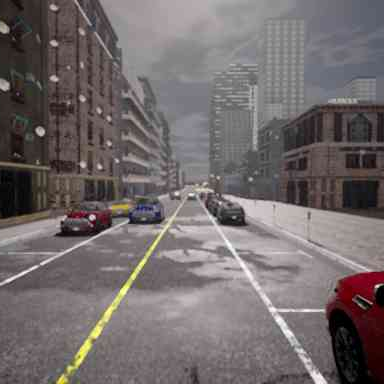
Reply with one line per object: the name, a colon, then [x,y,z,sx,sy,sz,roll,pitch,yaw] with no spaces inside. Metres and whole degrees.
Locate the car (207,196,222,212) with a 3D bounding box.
car: [2.631,1.309,28.854,1.947,1.339,4.313,-1,1,0]

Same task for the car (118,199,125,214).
car: [-5.716,1.270,28.630,1.752,1.417,4.829,-1,1,0]

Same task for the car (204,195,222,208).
car: [2.629,1.258,34.433,1.947,1.339,4.313,-1,1,0]

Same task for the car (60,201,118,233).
car: [-5.714,1.277,18.376,1.967,1.590,4.097,-1,1,0]

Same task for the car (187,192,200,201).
car: [-0.027,0.961,64.857,2.033,1.411,5.357,0,1,0]

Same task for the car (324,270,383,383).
car: [2.670,1.295,2.150,2.192,1.841,5.009,-1,1,0]

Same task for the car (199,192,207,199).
car: [2.634,0.802,79.239,1.752,1.417,4.829,-1,1,0]

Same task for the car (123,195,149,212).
car: [-5.720,1.133,34.379,1.967,1.590,4.097,-1,1,0]

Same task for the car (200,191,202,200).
car: [2.611,0.699,67.908,2.192,1.841,5.009,-1,1,0]

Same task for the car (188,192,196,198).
car: [-0.035,0.683,83.628,1.895,1.301,4.718,0,1,0]

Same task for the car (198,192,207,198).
car: [2.646,0.776,84.648,2.008,1.369,4.403,-1,1,0]

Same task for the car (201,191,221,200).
car: [2.622,0.957,40.010,2.192,1.841,5.009,-1,1,0]

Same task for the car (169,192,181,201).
car: [-3.053,0.982,63.924,1.994,1.385,4.181,0,1,1]

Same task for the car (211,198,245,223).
car: [2.667,1.353,23.282,2.008,1.369,4.403,-1,1,0]

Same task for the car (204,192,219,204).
car: [2.978,0.892,51.044,2.097,1.767,4.553,0,1,0]

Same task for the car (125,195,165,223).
car: [-3.109,1.142,23.595,2.097,1.767,4.553,0,1,0]
